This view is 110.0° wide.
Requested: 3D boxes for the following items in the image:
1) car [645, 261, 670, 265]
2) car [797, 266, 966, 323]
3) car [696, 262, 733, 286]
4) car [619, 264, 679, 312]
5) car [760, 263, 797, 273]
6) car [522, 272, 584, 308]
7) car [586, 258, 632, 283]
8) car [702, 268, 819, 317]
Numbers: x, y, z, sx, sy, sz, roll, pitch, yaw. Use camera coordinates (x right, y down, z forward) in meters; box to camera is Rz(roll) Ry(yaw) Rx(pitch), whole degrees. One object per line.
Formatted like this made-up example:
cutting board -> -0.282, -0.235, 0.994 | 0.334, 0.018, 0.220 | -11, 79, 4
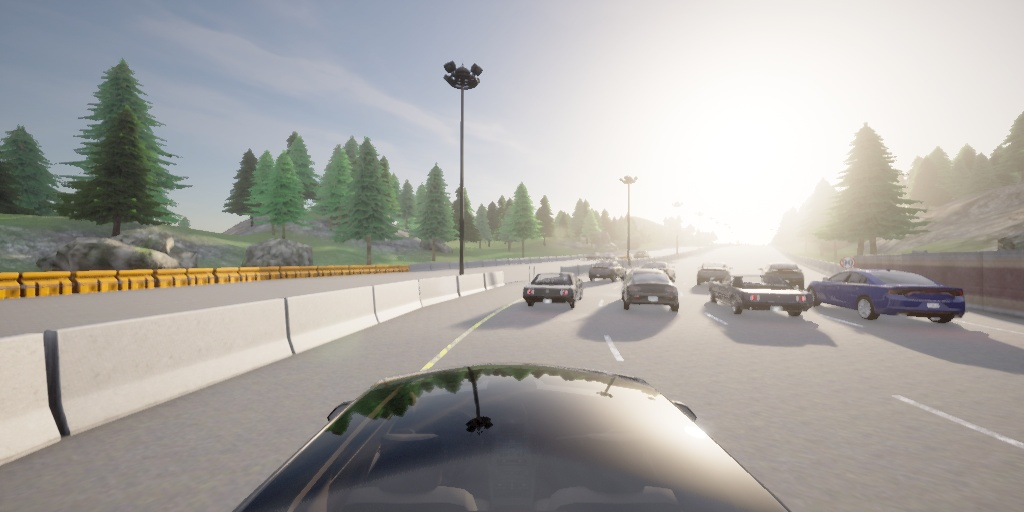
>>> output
car -> 10.302, 1.127, 25.363 | 1.882, 1.535, 5.008 | 0, 0, 32
car -> 11.967, 1.160, 11.987 | 1.882, 1.535, 5.008 | 0, 0, 16
car -> 13.276, 1.133, 23.519 | 2.128, 1.511, 4.902 | 0, 0, 32
car -> 5.233, 1.221, 13.907 | 1.812, 1.442, 4.674 | 0, 0, 16
car -> 16.251, 1.146, 21.672 | 1.837, 1.490, 4.892 | 0, 0, 32
car -> 1.876, 1.309, 14.895 | 1.895, 1.301, 4.718 | 0, 0, 16
car -> 7.329, 1.145, 27.210 | 2.128, 1.511, 4.902 | 0, 0, 32
car -> 8.607, 1.293, 12.976 | 1.895, 1.301, 4.718 | 0, 0, 16
